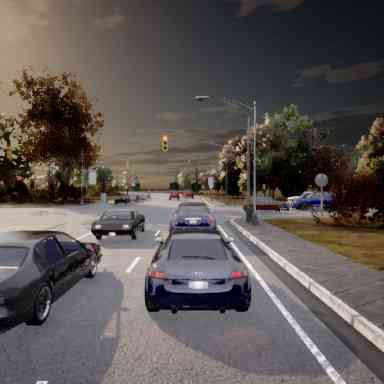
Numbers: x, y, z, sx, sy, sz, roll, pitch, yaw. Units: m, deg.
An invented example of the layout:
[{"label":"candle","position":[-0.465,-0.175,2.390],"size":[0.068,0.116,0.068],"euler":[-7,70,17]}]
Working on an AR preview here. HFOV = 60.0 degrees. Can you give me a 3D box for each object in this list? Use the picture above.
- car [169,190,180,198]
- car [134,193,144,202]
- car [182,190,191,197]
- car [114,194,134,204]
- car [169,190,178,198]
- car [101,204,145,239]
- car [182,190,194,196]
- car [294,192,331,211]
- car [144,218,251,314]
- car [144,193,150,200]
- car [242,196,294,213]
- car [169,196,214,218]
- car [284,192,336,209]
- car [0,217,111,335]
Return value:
[{"label":"car","position":[-3.963,0.685,75.270],"size":[2.150,2.045,5.566],"euler":[0,1,-2]},{"label":"car","position":[-10.819,1.094,61.212],"size":[2.128,1.511,4.902],"euler":[0,0,0]},{"label":"car","position":[-1.619,0.401,94.035],"size":[2.097,1.767,4.553],"euler":[0,1,-7]},{"label":"car","position":[-10.805,1.273,52.110],"size":[1.895,1.301,4.718],"euler":[0,0,0]},{"label":"car","position":[-5.107,0.442,93.644],"size":[2.150,2.045,5.566],"euler":[0,1,-7]},{"label":"car","position":[-3.482,1.519,16.622],"size":[1.895,1.301,4.718],"euler":[0,0,-1]},{"label":"car","position":[-0.799,0.573,83.388],"size":[2.150,2.045,5.566],"euler":[0,1,-4]},{"label":"car","position":[14.010,0.996,37.372],"size":[5.566,2.045,2.150],"euler":[0,0,-3]},{"label":"car","position":[0.079,1.541,7.668],"size":[1.994,1.385,4.181],"euler":[0,0,-1]},{"label":"car","position":[-10.865,1.101,71.169],"size":[1.895,1.301,4.718],"euler":[0,1,-1]},{"label":"car","position":[7.376,1.155,33.261],"size":[4.553,1.767,2.097],"euler":[0,0,-3]},{"label":"car","position":[0.039,1.273,16.301],"size":[2.097,1.767,4.553],"euler":[0,0,0]},{"label":"car","position":[14.413,0.972,40.895],"size":[5.566,2.045,2.150],"euler":[0,0,-3]},{"label":"car","position":[-3.418,1.528,6.978],"size":[2.033,1.411,5.357],"euler":[0,0,-1]}]
